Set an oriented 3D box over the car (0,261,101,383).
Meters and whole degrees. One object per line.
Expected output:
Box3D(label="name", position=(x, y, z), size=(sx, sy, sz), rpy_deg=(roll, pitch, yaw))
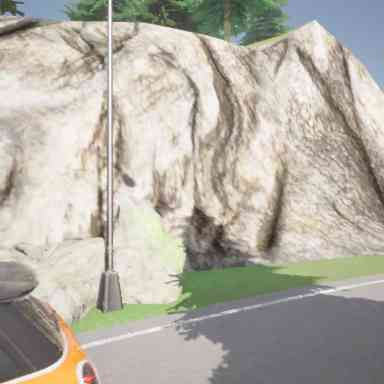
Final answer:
Box3D(label="car", position=(-2.788, 1.352, 1.658), size=(4.553, 1.767, 2.097), rpy_deg=(0, 0, -34))
